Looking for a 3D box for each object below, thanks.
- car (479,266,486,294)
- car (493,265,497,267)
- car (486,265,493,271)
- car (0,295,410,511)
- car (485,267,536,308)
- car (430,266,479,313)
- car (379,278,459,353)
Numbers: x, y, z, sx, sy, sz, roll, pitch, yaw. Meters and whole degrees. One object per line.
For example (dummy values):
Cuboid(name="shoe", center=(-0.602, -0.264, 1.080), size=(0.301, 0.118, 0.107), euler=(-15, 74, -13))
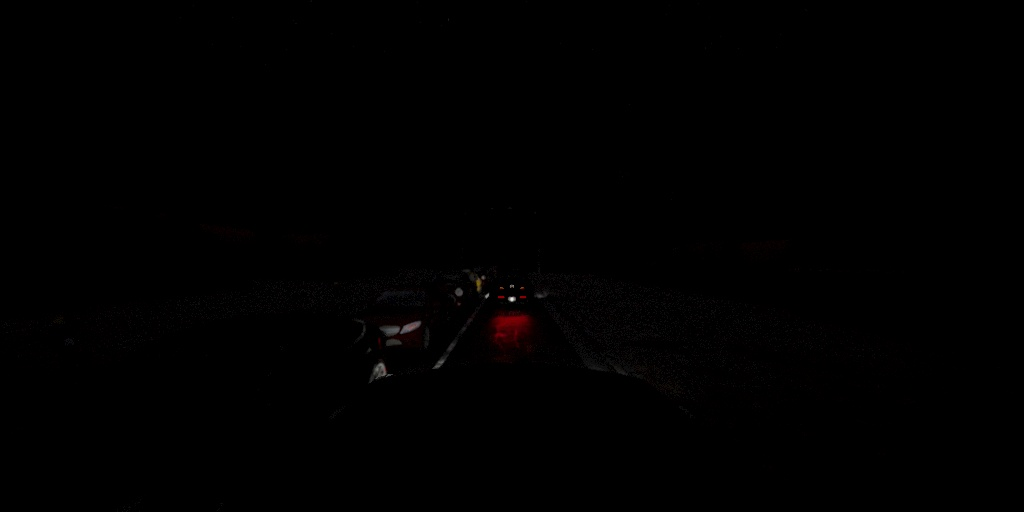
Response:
Cuboid(name="car", center=(-2.630, 1.477, 19.965), size=(1.751, 1.417, 4.829), euler=(0, 0, 0))
Cuboid(name="car", center=(-2.626, 1.654, 31.212), size=(2.007, 1.370, 4.403), euler=(0, 0, 0))
Cuboid(name="car", center=(-2.628, 1.465, 25.673), size=(1.967, 1.591, 4.097), euler=(0, 0, 0))
Cuboid(name="car", center=(-2.637, 1.333, 3.520), size=(1.948, 1.339, 4.313), euler=(0, 0, 0))
Cuboid(name="car", center=(0.009, 1.411, 16.153), size=(1.837, 1.490, 4.892), euler=(0, 0, 0))
Cuboid(name="car", center=(-2.632, 1.324, 14.597), size=(1.967, 1.591, 4.097), euler=(0, 0, 0))
Cuboid(name="car", center=(-2.634, 1.405, 9.059), size=(1.802, 1.307, 4.207), euler=(0, 0, 0))
